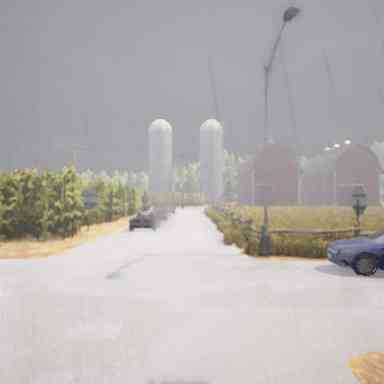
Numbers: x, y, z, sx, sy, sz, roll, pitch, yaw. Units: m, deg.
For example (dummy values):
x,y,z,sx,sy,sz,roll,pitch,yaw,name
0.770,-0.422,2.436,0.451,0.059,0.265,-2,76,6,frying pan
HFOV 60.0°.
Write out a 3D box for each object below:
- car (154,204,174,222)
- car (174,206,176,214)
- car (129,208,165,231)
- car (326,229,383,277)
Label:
x,y,z,sx,sy,sz,roll,pitch,yaw,name
-3.337,2.237,34.384,2.033,1.411,5.357,0,-1,0,car
-3.345,2.441,47.637,2.128,1.511,4.902,0,-1,0,car
-3.301,2.054,24.047,1.895,1.301,4.718,0,-1,0,car
6.811,1.846,10.702,4.674,1.442,1.812,1,-1,4,car
